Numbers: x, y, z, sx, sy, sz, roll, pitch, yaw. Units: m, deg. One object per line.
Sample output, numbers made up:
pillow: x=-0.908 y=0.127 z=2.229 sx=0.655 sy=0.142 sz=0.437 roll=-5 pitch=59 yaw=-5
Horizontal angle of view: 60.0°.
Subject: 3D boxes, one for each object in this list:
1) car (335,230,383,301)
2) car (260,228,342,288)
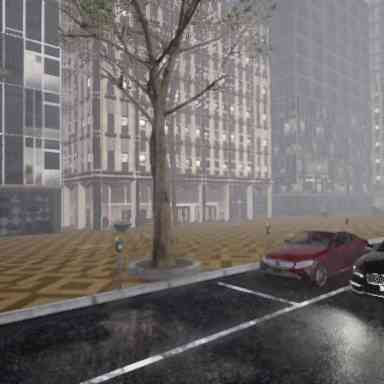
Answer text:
car: x=5.594 y=1.621 z=7.915 sx=4.892 sy=1.490 sz=1.837 roll=0 pitch=-2 yaw=-39
car: x=3.794 y=1.761 z=9.791 sx=4.206 sy=1.307 sz=1.802 roll=0 pitch=-2 yaw=-39
